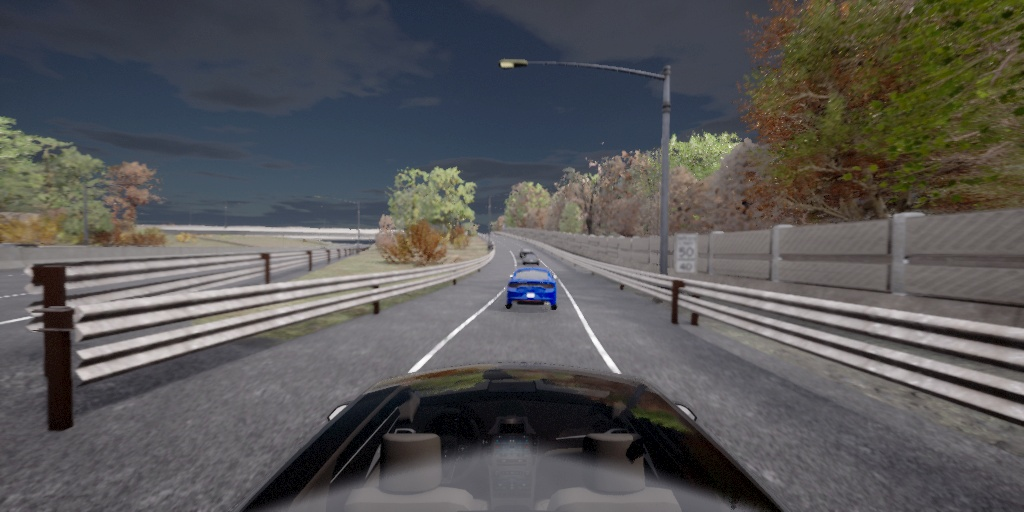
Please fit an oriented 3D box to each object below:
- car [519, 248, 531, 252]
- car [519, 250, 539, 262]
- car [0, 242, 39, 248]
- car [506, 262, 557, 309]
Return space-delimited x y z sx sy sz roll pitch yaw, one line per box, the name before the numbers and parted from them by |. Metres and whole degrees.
car | 2.081 -0.468 53.464 1.882 1.535 5.008 1 5 -2
car | 2.197 0.361 42.956 1.994 1.385 4.181 1 3 0
car | -38.923 -0.197 27.601 2.097 1.767 4.553 0 1 -20
car | 0.862 1.217 15.064 1.882 1.535 5.008 1 0 5
